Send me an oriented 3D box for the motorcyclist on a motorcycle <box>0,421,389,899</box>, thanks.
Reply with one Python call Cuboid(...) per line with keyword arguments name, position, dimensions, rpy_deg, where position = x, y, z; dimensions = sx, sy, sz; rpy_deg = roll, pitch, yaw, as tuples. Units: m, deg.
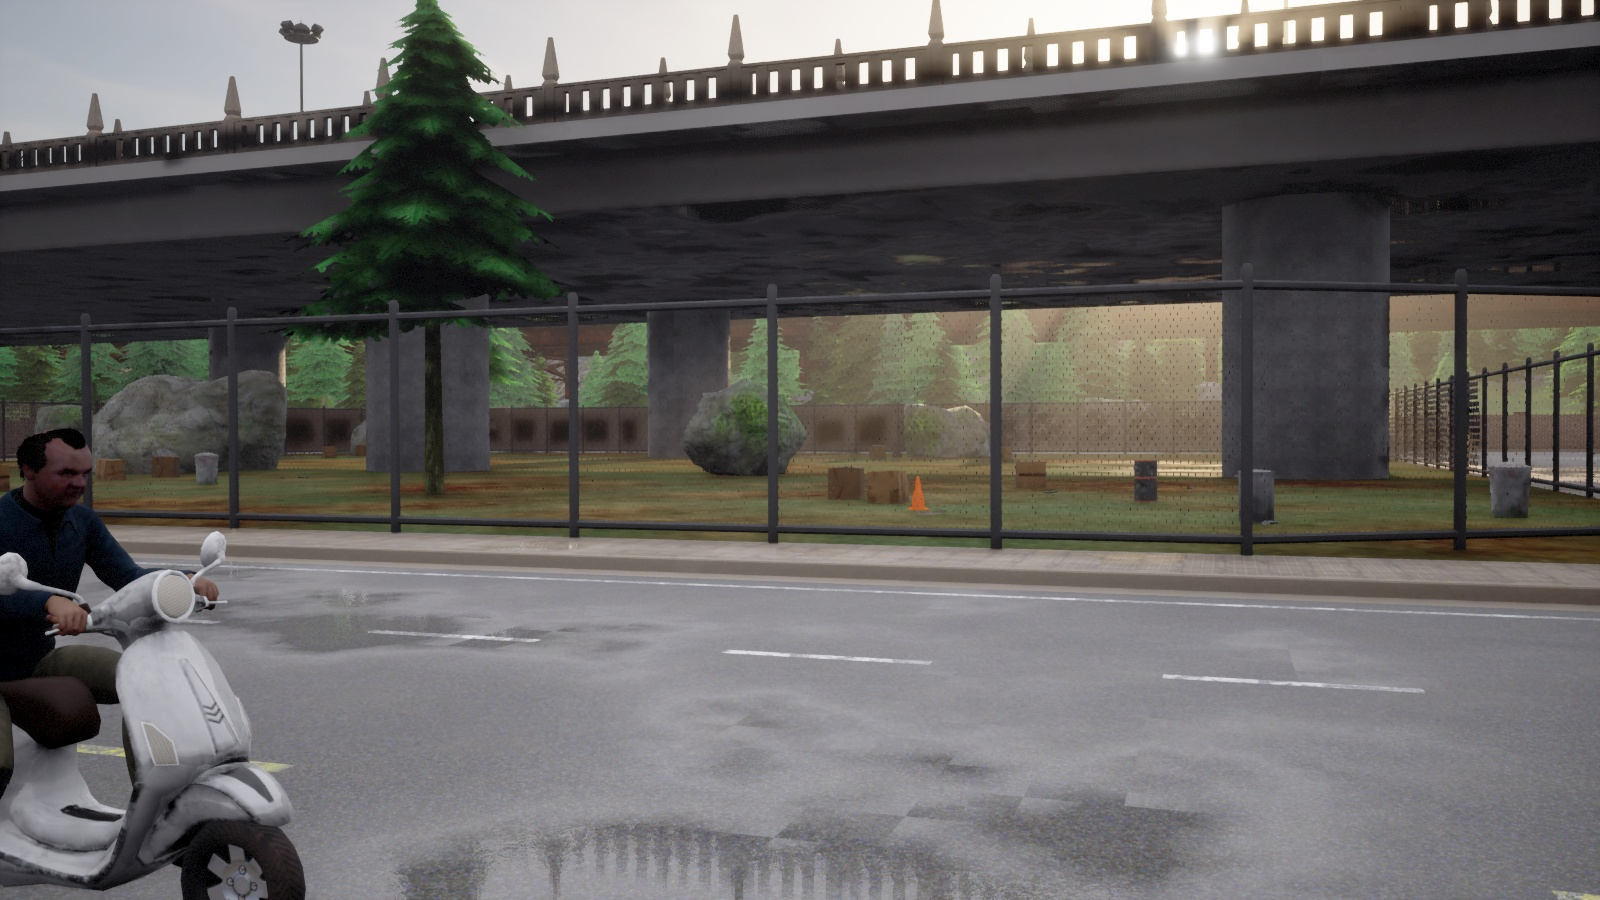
Cuboid(name="motorcyclist on a motorcycle", position=(-2.341, 0.707, 3.980), dimensions=(1.817, 1.590, 0.866), rpy_deg=(1, 1, 19))
